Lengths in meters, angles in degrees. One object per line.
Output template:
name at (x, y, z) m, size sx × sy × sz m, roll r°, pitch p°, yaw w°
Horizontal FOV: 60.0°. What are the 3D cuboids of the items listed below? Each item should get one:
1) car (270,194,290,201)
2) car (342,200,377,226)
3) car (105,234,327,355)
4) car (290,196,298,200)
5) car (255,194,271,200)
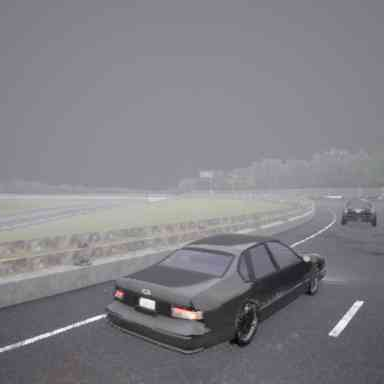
car at (22.047, 1.578, 83.466) m, size 1.994 × 1.385 × 4.181 m, roll 0°, pitch 0°, yaw -9°
car at (12.001, 1.355, 23.991) m, size 2.097 × 1.767 × 4.553 m, roll 0°, pitch 0°, yaw 26°
car at (0.939, 1.551, 6.455) m, size 2.033 × 1.411 × 5.357 m, roll 0°, pitch 0°, yaw 38°
car at (25.377, 1.575, 84.937) m, size 1.994 × 1.385 × 4.181 m, roll 0°, pitch 0°, yaw -9°
car at (20.279, 1.505, 93.209) m, size 1.882 × 1.535 × 5.008 m, roll 0°, pitch 0°, yaw -15°
